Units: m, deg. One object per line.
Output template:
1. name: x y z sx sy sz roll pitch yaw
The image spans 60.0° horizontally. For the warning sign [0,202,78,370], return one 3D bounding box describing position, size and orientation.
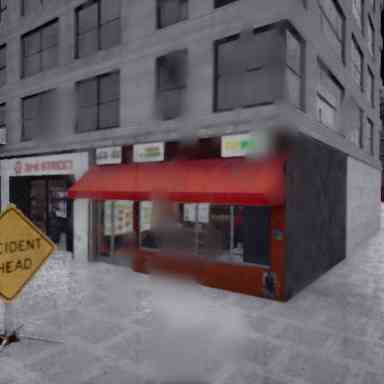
1. warning sign: -2.396 1.090 4.374 1.060 1.860 1.300 1 0 35
